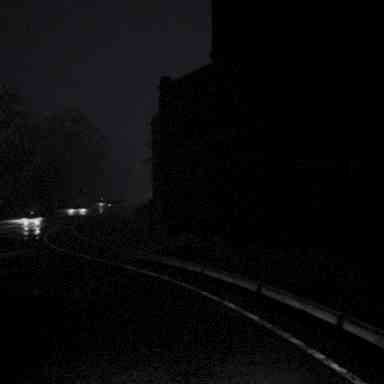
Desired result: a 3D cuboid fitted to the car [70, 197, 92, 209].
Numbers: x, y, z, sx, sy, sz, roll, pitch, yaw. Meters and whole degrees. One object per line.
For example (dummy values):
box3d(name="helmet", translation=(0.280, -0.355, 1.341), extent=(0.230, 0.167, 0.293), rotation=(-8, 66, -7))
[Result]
box3d(name="car", translation=(-15.939, 1.541, 47.937), extent=(1.882, 1.535, 5.008), rotation=(-1, 1, -2))

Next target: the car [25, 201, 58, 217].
box3d(name="car", translation=(-15.486, 1.702, 34.382), extent=(2.128, 1.511, 4.902), rotation=(-1, 1, -4))

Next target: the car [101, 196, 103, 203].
box3d(name="car", translation=(-16.356, 1.186, 64.833), extent=(1.837, 1.490, 4.892), rotation=(-1, 1, -1))

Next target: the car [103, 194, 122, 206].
box3d(name="car", translation=(-12.725, 1.387, 54.600), extent=(1.882, 1.535, 5.008), rotation=(-1, 1, -2))
